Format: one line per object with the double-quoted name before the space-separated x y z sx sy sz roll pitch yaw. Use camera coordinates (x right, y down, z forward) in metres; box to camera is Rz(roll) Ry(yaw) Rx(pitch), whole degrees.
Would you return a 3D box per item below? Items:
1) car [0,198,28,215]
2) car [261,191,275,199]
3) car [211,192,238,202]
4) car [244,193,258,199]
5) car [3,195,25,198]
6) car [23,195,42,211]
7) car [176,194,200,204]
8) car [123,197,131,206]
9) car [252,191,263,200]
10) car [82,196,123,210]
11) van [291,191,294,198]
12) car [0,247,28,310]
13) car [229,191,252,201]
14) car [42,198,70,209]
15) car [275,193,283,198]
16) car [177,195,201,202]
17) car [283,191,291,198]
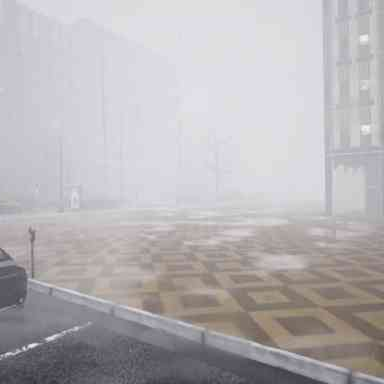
"car" -16.747 1.413 28.335 1.802 1.307 4.206 -1 0 36
"car" 15.655 0.741 73.115 2.192 1.841 5.009 -1 0 36
"car" 5.936 1.094 59.681 2.008 1.369 4.403 -1 0 36
"car" 15.351 1.041 86.985 1.947 1.339 4.313 -1 0 36
"car" -20.098 1.377 33.596 1.882 1.535 5.008 -1 0 36
"car" -20.297 1.228 37.727 2.192 1.841 5.009 -1 0 36
"car" -0.546 1.062 50.725 1.967 1.590 4.097 -1 0 36
"car" -10.632 1.302 46.671 1.812 1.442 4.674 -1 0 36
"car" 12.417 1.047 68.637 1.802 1.307 4.206 -1 0 36
"car" -10.267 1.186 37.292 1.967 1.590 4.097 -1 0 36
"van" 25.377 0.655 86.549 1.690 1.788 3.998 -1 0 36
"car" -4.979 1.553 6.595 4.403 1.369 2.008 0 -1 35
"car" 9.177 1.048 64.159 1.887 1.381 4.507 -1 0 36
"car" -17.054 1.415 42.206 1.887 1.381 4.507 -1 0 36
"car" 18.898 0.939 77.593 2.008 1.369 4.403 -1 0 36
"car" -0.544 1.164 60.444 1.895 1.301 4.718 -1 0 36
"car" 22.139 0.933 82.071 1.802 1.307 4.206 -1 0 36
